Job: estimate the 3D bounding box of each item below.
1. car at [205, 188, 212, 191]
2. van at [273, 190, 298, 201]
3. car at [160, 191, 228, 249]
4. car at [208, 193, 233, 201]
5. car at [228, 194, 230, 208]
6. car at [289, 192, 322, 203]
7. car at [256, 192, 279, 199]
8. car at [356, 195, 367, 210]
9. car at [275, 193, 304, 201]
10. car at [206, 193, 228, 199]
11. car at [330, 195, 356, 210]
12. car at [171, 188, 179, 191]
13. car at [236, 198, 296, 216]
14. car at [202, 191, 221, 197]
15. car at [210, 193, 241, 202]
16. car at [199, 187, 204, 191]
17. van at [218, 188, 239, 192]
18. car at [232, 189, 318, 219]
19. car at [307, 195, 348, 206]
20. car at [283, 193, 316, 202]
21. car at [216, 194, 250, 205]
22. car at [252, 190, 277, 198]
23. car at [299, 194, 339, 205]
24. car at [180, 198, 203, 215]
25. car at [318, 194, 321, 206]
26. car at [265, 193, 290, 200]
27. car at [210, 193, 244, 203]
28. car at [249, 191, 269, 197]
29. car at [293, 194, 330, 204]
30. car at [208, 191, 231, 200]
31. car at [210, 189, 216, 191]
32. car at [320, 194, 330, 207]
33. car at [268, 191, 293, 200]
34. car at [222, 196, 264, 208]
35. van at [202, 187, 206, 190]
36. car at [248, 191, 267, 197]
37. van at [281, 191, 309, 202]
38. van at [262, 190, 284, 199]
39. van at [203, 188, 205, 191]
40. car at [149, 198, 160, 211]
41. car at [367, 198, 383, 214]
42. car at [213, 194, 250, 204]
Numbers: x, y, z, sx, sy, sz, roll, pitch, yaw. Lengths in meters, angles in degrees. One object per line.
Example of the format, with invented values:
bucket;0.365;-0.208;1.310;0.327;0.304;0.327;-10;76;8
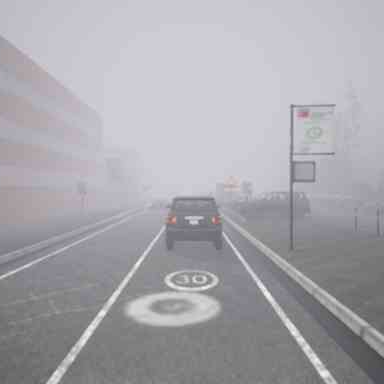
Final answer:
car;5.696;0.693;62.239;5.566;2.045;2.435;0;0;-1
van;18.307;0.692;65.329;4.442;1.987;1.878;0;0;-1
car;0.067;1.131;14.295;2.150;2.045;5.566;0;0;0
car;5.625;0.962;65.066;4.674;1.452;2.002;0;0;-1
car;6.162;1.191;31.163;5.008;1.535;2.097;0;0;-1
car;18.398;0.882;54.159;4.553;1.767;2.185;0;0;-1
car;17.961;0.771;79.578;5.008;1.535;2.097;0;2;-1
car;18.743;1.188;31.450;4.892;1.521;2.231;0;0;-1
car;18.241;0.942;62.504;4.892;1.521;2.231;0;0;-1
car;5.484;0.894;73.542;4.674;1.452;2.002;0;0;-1
car;18.638;1.146;37.096;4.892;1.521;2.231;0;0;-1
car;-3.884;0.212;76.775;2.150;2.045;5.566;0;1;-1
car;6.210;1.251;28.336;4.674;1.452;2.002;0;0;-1
car;5.219;0.492;90.511;5.008;1.535;2.097;0;1;-1
car;5.899;0.964;59.418;5.366;1.575;1.946;0;0;-1
car;5.231;0.313;87.680;5.566;2.045;2.435;0;1;-1
van;6.057;0.855;45.289;4.442;1.987;1.878;0;0;-1
car;6.230;0.978;25.510;5.566;2.045;2.435;0;0;-1
car;18.535;1.106;45.567;4.792;1.488;2.163;0;0;-1
car;18.327;0.985;56.983;5.008;1.535;2.097;0;0;-1
car;5.892;1.098;48.115;4.674;1.452;2.002;0;0;-1
car;17.893;0.450;82.405;5.566;2.045;2.435;0;1;-1
car;18.463;1.053;48.513;5.008;1.535;2.097;0;0;-1
car;-0.019;1.335;31.154;1.994;1.385;4.181;0;1;0
car;18.546;1.099;42.742;5.008;1.535;2.097;0;0;-1
car;18.133;0.902;70.973;4.792;1.488;2.163;0;0;-1
car;5.619;1.010;53.762;5.366;1.575;1.946;0;0;-1
car;17.802;0.586;88.057;4.792;1.488;2.163;0;1;-1
car;18.408;1.030;51.336;5.008;1.535;2.097;0;0;-1
car;5.609;0.774;67.891;4.553;1.767;2.185;0;0;-1
car;5.790;0.864;56.590;4.553;1.767;2.185;0;0;-1
car;18.592;1.122;39.919;5.008;1.535;2.097;0;0;-1
car;18.112;0.769;68.274;4.553;1.767;2.185;0;0;-1
car;6.034;1.166;39.639;4.674;1.452;2.002;0;0;-1
van;5.421;0.411;84.858;4.442;1.987;1.878;0;1;-1
car;17.796;0.489;90.754;4.892;1.521;2.231;0;1;-1
van;18.395;0.737;59.679;4.442;1.987;1.878;0;1;-1
van;17.938;0.624;73.795;4.442;1.987;1.878;0;0;-1
van;5.510;0.549;79.330;4.442;1.987;1.878;0;1;-1
car;-3.496;1.347;36.175;1.895;1.301;4.718;0;0;0
car;18.753;0.955;28.748;5.566;2.045;2.435;0;0;-1
car;6.035;1.032;50.943;5.366;1.575;1.946;0;0;-1
